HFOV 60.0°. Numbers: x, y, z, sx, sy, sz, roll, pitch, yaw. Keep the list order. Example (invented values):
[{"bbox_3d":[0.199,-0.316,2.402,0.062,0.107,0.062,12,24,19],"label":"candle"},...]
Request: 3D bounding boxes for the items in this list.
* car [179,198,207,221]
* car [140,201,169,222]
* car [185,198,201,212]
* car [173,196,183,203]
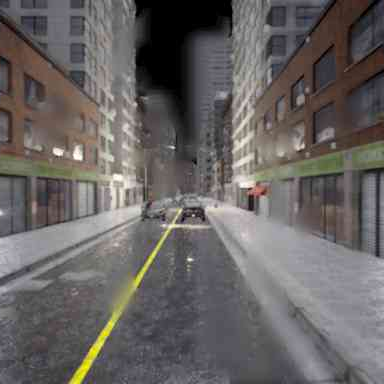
[{"bbox_3d":[0.098,1.476,26.575,1.837,1.490,4.892,0,0,0],"label":"car"},{"bbox_3d":[-2.842,1.477,25.943,1.837,1.490,4.892,0,0,0],"label":"car"},{"bbox_3d":[0.100,1.474,39.457,1.837,1.490,4.892,0,0,0],"label":"car"},{"bbox_3d":[-2.730,1.466,66.552,1.812,1.442,4.674,0,0,0],"label":"car"}]
